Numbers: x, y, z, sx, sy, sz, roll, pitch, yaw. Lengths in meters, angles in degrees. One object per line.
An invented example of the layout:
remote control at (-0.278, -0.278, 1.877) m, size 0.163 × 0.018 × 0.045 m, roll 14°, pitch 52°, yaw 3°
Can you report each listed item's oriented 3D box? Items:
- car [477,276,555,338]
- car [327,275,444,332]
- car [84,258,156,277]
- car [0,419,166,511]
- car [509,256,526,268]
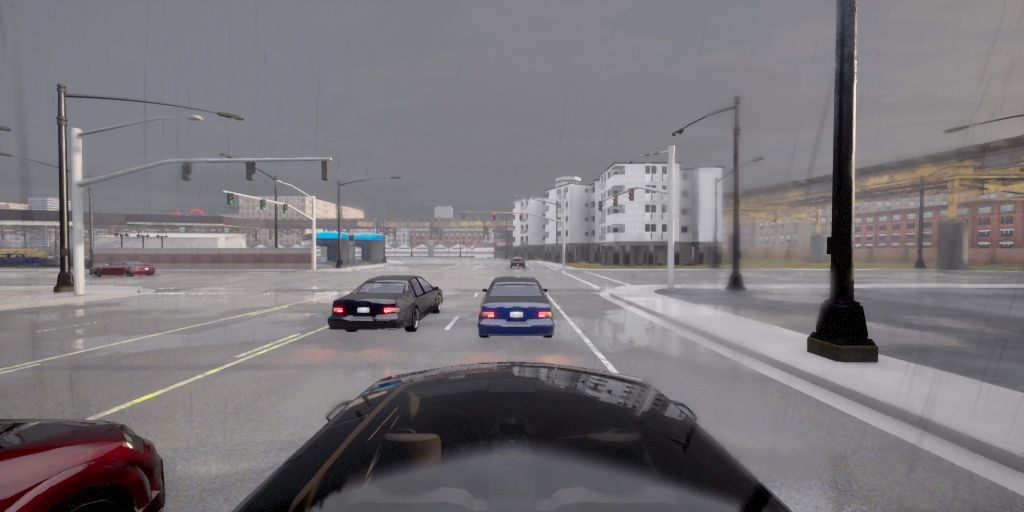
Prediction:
car at (0.092, 1.279, 10.120) m, size 2.033 × 1.411 × 5.357 m, roll 0°, pitch 0°, yaw 0°
car at (-3.404, 1.274, 10.724) m, size 2.033 × 1.411 × 5.357 m, roll 0°, pitch 0°, yaw 0°
car at (-33.617, 1.084, 30.980) m, size 4.181 × 1.385 × 1.994 m, roll 0°, pitch 1°, yaw -1°
car at (-3.395, 1.314, 0.727) m, size 1.994 × 1.385 × 4.181 m, roll 0°, pitch 0°, yaw 0°
car at (0.717, 0.772, 46.106) m, size 1.837 × 1.490 × 4.892 m, roll 0°, pitch 1°, yaw 0°
